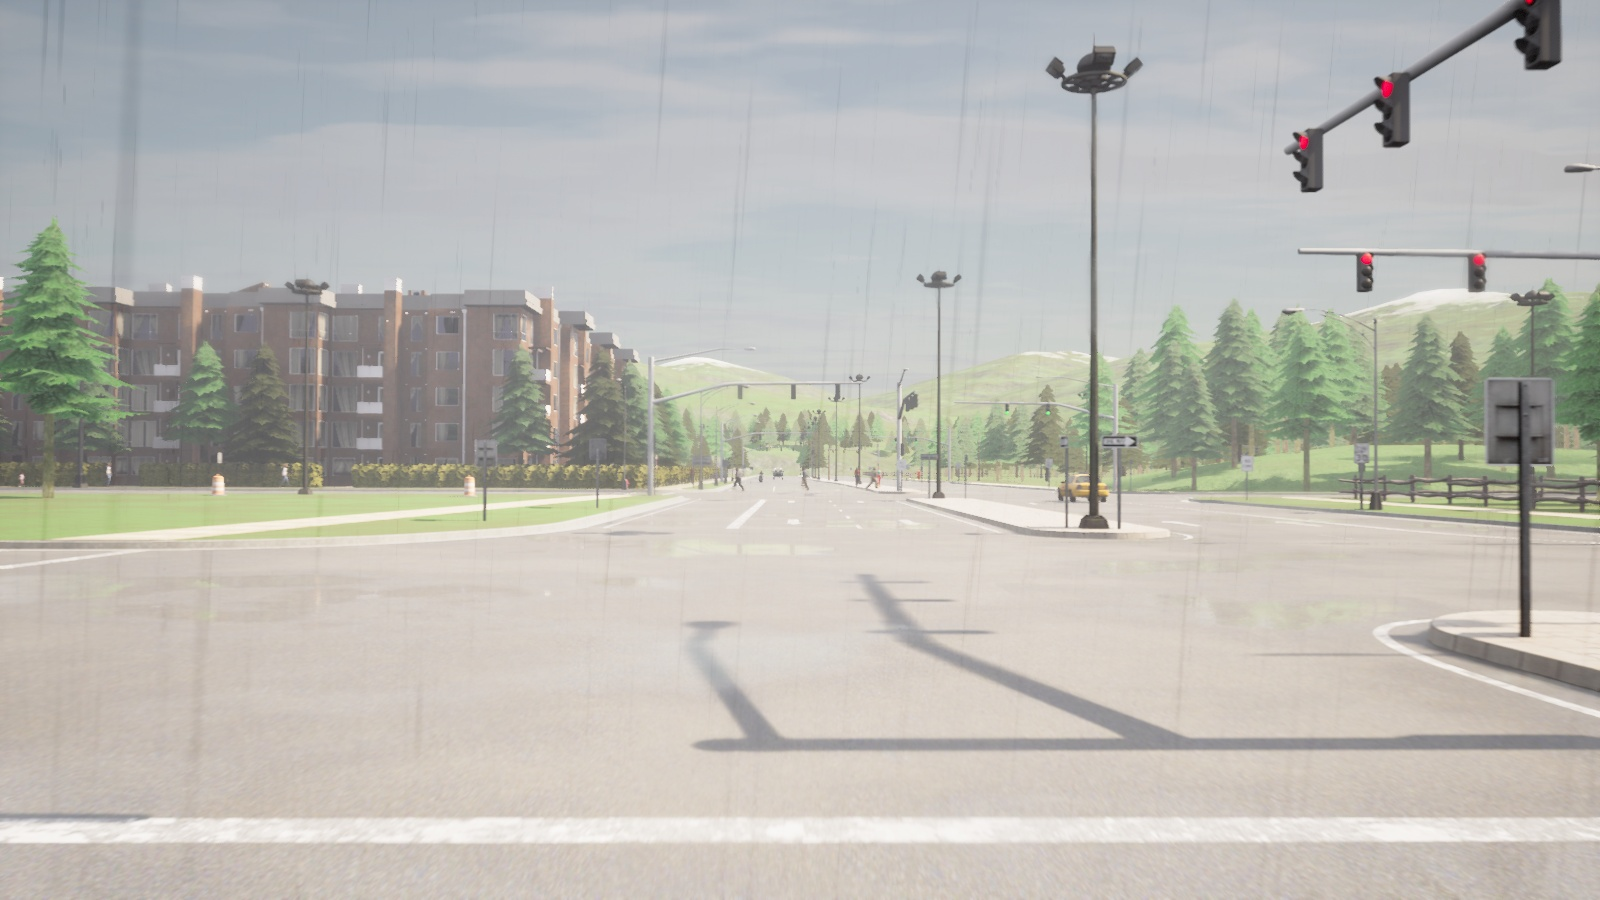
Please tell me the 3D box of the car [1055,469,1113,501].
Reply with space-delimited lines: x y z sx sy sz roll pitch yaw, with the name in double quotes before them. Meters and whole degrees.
"car" 14.839 1.799 65.971 1.801 1.575 5.366 0 -1 0
